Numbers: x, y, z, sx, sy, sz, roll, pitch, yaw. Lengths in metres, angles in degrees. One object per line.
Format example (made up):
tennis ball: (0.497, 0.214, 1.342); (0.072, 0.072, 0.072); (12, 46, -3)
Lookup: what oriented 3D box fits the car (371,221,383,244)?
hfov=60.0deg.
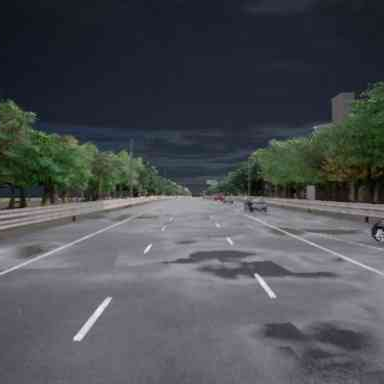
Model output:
car: (9.379, 1.525, 13.179); (1.837, 1.490, 4.892); (0, 0, -12)

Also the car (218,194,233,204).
car: (7.038, 1.613, 66.543); (2.033, 1.411, 5.357); (0, 0, 0)

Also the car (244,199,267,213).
car: (7.025, 1.508, 36.989); (2.128, 1.511, 4.902); (0, 0, 0)

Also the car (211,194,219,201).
car: (7.149, 1.492, 91.562); (2.150, 2.045, 5.566); (0, -1, 0)
